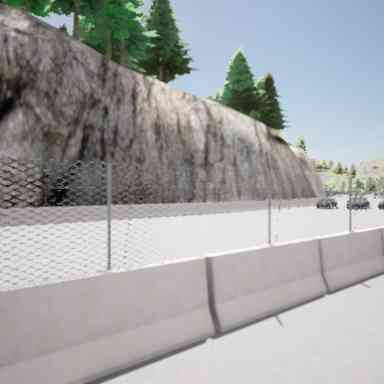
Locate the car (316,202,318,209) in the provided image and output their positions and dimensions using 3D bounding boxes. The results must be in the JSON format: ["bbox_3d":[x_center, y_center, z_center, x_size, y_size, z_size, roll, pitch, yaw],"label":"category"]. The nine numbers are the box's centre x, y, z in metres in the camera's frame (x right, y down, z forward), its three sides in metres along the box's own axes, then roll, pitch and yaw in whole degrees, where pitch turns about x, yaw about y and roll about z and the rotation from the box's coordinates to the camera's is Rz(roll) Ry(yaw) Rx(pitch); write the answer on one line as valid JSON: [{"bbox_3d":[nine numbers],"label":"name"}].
[{"bbox_3d":[18.658,1.555,45.832,1.837,1.490,4.892,0,0,39],"label":"car"}]
